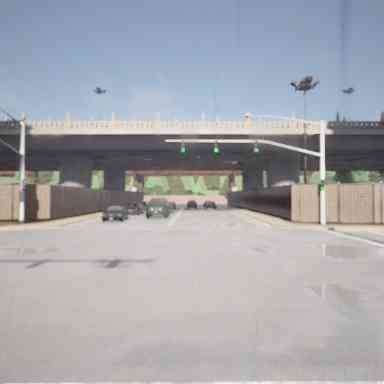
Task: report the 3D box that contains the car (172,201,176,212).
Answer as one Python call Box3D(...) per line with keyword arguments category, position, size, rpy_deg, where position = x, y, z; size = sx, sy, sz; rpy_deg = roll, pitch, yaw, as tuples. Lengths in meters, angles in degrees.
Box3D(category="car", position=(-3.585, 2.106, 45.360), size=(1.837, 1.490, 4.892), rpy_deg=(0, -1, 0))

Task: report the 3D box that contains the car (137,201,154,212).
Box3D(category="car", position=(-7.094, 2.182, 51.114), size=(1.837, 1.490, 4.892), rpy_deg=(0, -1, 0))

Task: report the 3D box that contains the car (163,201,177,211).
Box3D(category="car", position=(-3.594, 2.286, 55.813), size=(2.033, 1.411, 5.357), rpy_deg=(0, -1, 0))

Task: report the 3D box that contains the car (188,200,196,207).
Box3D(category="car", position=(-0.012, 2.443, 71.286), size=(1.837, 1.490, 4.892), rpy_deg=(0, -1, 0))

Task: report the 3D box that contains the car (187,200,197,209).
Box3D(category="car", position=(-0.010, 2.312, 60.925), size=(1.837, 1.490, 4.892), rpy_deg=(0, -1, 0))

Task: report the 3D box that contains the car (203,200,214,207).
Box3D(category="car", position=(3.488, 2.496, 71.286), size=(1.994, 1.385, 4.181), rpy_deg=(0, -1, 0))

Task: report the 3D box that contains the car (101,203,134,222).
Box3D(category="car", position=(-7.121, 1.964, 31.366), size=(2.033, 1.411, 5.357), rpy_deg=(0, -1, -3))

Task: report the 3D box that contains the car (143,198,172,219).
Box3D(category="car", position=(-3.598, 1.693, 35.552), size=(2.150, 2.045, 5.566), rpy_deg=(0, -1, -1))

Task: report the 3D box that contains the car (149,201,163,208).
Box3D(category="car", position=(-7.021, 2.408, 64.978), size=(2.033, 1.411, 5.357), rpy_deg=(0, -1, 0))

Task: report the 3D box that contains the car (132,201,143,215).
Box3D(category="car", position=(-7.097, 2.048, 40.987), size=(1.837, 1.490, 4.892), rpy_deg=(0, -1, 0))

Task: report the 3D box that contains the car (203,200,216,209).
Box3D(category="car", position=(3.490, 2.337, 61.301), size=(1.812, 1.442, 4.674), rpy_deg=(0, -1, 0))
